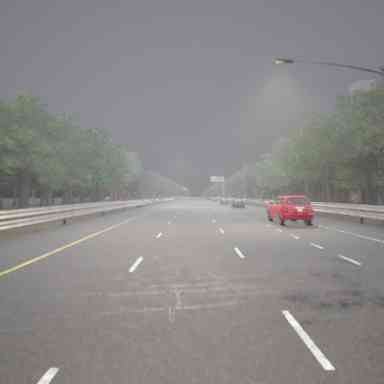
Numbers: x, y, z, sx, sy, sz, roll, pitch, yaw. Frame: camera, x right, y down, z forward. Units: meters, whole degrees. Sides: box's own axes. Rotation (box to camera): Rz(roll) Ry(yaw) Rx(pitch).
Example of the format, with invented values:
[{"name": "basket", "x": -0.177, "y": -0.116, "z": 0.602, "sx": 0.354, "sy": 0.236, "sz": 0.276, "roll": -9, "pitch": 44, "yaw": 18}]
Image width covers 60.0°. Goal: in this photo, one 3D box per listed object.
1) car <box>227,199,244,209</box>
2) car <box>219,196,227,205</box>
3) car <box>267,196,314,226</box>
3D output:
[{"name": "car", "x": 7.154, "y": 1.901, "z": 52.705, "sx": 1.812, "sy": 1.442, "sz": 4.674, "roll": 0, "pitch": -1, "yaw": 0}, {"name": "car", "x": 7.323, "y": 2.203, "z": 76.412, "sx": 2.128, "sy": 1.511, "sz": 4.902, "roll": 0, "pitch": -1, "yaw": 1}, {"name": "car", "x": 7.033, "y": 1.305, "z": 24.272, "sx": 2.150, "sy": 2.045, "sz": 5.566, "roll": 0, "pitch": 0, "yaw": 0}]
